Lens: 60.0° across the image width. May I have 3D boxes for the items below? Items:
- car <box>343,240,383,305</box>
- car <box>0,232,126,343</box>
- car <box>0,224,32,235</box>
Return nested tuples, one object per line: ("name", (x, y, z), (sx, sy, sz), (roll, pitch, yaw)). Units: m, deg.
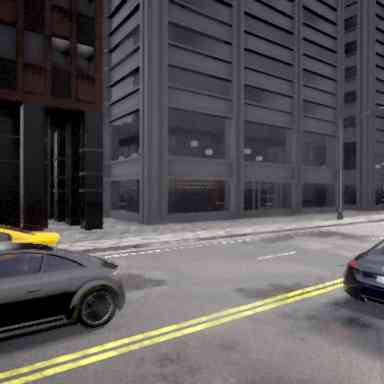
("car", (5.089, 1.542, 7.066), (4.181, 1.385, 1.994), (0, 0, -35))
("car", (-3.218, 1.562, 5.380), (4.181, 1.385, 1.994), (0, 0, -35))
("car", (-5.629, 1.477, 7.653), (5.008, 1.535, 1.882), (0, 0, -35))
